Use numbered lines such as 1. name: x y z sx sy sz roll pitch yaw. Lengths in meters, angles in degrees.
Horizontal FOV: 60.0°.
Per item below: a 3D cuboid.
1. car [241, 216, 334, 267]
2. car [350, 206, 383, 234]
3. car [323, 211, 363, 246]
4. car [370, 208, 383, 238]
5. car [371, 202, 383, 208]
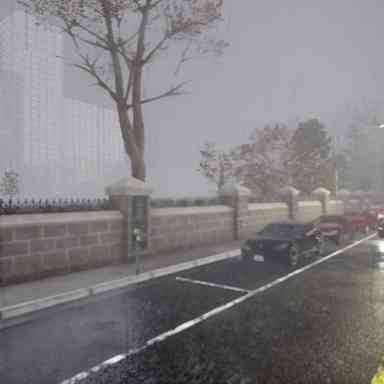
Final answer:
1. car: 3.488 1.756 12.309 1.947 1.339 4.313 -1 -1 39
2. car: 10.502 1.819 21.116 1.887 1.381 4.507 -1 -1 39
3. car: 6.996 1.813 16.713 1.802 1.307 4.206 -1 -1 39
4. car: 11.752 1.761 18.496 2.033 1.411 5.357 -1 -1 39
5. car: 14.008 1.763 25.519 1.967 1.590 4.097 -1 -1 39
